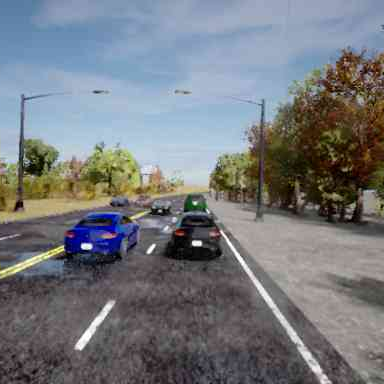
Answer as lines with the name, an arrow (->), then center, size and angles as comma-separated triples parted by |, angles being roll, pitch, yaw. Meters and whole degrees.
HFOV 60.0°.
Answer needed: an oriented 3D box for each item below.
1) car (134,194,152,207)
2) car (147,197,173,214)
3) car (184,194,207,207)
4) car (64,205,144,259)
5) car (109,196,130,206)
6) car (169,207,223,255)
car -> -6.251, 1.105, 43.985 | 2.097, 1.767, 4.553 | 2, 0, 1
car -> -2.938, 1.484, 33.232 | 1.895, 1.301, 4.718 | 2, 0, 1
car -> 0.325, 1.194, 33.755 | 2.150, 2.045, 5.566 | 1, 0, 1
car -> -3.083, 1.438, 12.089 | 1.812, 1.442, 4.674 | 2, 0, 0
car -> -9.505, 1.195, 44.289 | 2.033, 1.411, 5.357 | 2, 0, 1
car -> 0.173, 1.531, 13.174 | 1.812, 1.442, 4.674 | 1, 0, 0
